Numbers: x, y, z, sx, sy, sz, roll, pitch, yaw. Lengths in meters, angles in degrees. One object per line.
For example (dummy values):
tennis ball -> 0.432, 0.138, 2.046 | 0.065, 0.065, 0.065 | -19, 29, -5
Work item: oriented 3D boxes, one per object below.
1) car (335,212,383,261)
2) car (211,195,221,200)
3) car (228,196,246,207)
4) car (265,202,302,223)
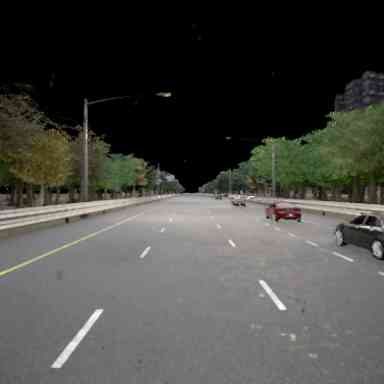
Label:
car -> 7.004, 1.512, 12.314 | 1.837, 1.490, 4.892 | 0, 0, 0
car -> 7.299, 1.563, 94.826 | 1.837, 1.490, 4.892 | 0, 0, 0
car -> 7.117, 1.637, 51.905 | 1.895, 1.301, 4.718 | 0, 0, 0
car -> 7.027, 1.512, 26.084 | 1.882, 1.535, 5.008 | 0, 0, 0
